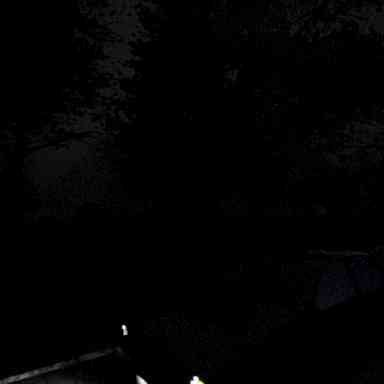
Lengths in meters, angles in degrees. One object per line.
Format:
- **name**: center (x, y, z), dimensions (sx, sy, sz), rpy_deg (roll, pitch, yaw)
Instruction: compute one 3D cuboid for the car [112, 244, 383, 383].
- **car**: center (1.637, 1.558, 4.960), dimensions (5.357, 1.411, 2.033), rpy_deg (0, 0, -37)
